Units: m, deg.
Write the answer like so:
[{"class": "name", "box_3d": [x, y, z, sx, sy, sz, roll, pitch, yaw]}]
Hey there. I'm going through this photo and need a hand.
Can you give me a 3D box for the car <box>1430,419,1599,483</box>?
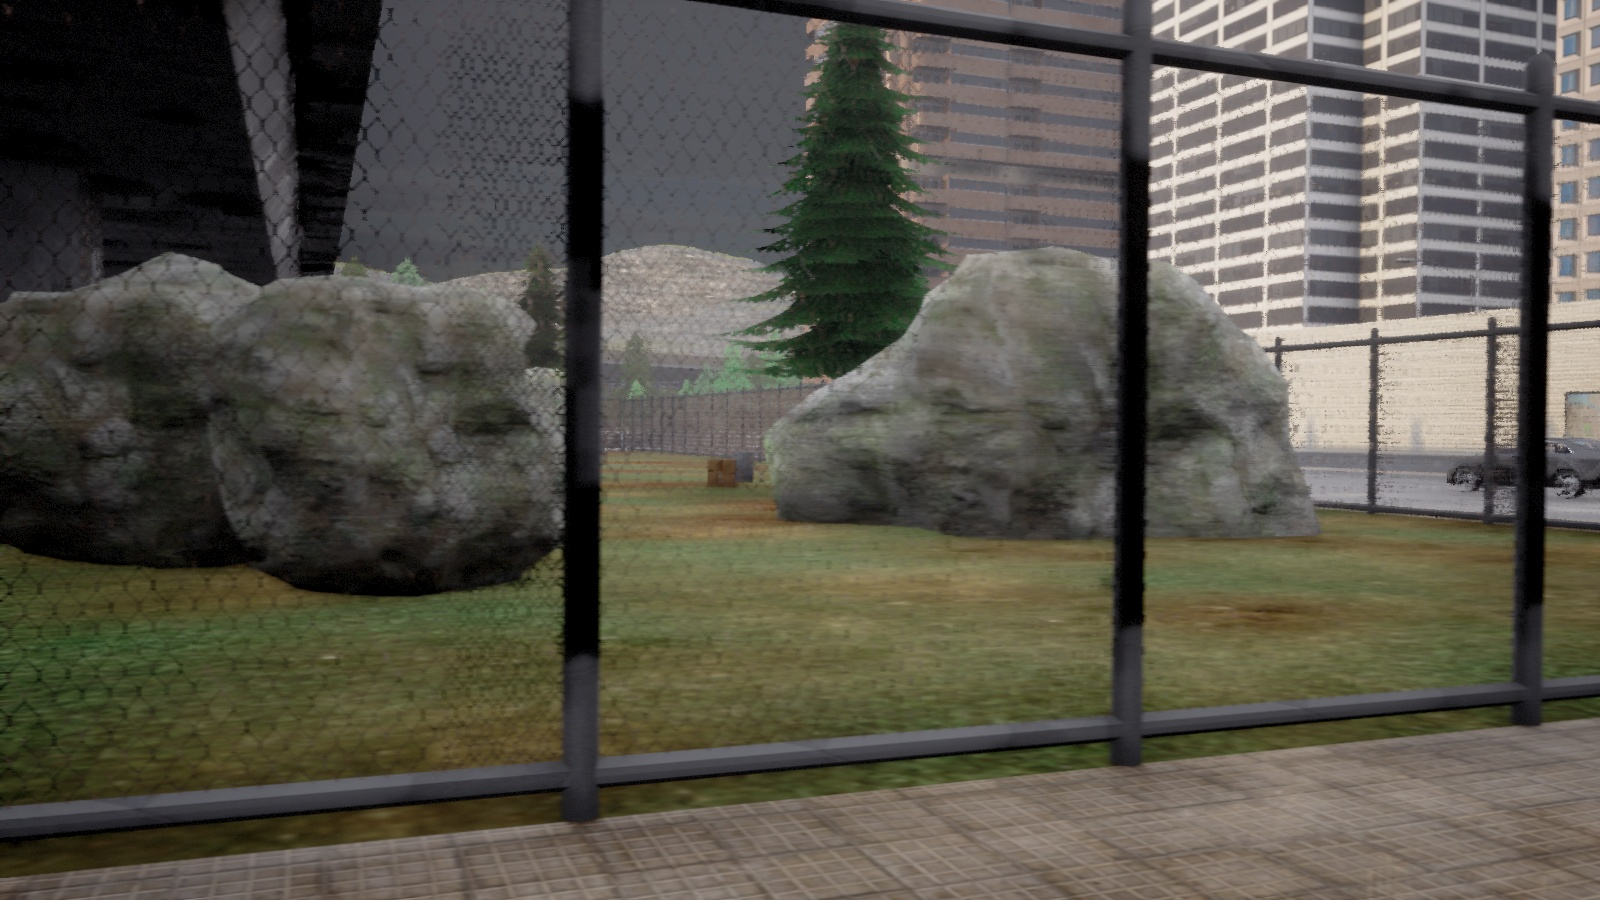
[{"class": "car", "box_3d": [18.825, -0.023, 31.898, 2.128, 1.511, 4.902, -1, 1, -21]}]
